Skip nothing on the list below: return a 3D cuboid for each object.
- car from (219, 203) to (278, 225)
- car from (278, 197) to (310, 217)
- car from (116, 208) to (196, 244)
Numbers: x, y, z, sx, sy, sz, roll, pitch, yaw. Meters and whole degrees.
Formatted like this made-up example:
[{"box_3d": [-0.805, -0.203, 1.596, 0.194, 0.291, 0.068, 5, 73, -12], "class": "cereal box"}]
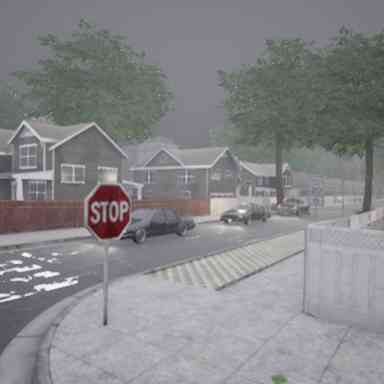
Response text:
[{"box_3d": [4.075, 1.534, 24.313, 2.033, 1.411, 5.357, 1, 0, 36], "class": "car"}, {"box_3d": [10.013, 1.407, 32.716, 2.097, 1.767, 4.553, 1, 0, 35], "class": "car"}, {"box_3d": [-1.923, 1.469, 15.814, 2.033, 1.411, 5.357, 1, 0, 35], "class": "car"}]
